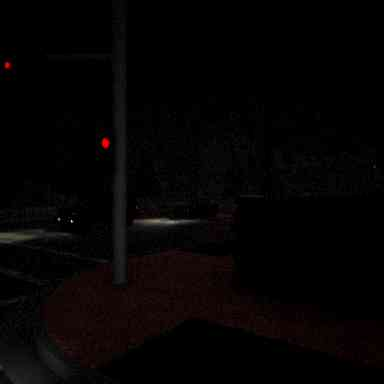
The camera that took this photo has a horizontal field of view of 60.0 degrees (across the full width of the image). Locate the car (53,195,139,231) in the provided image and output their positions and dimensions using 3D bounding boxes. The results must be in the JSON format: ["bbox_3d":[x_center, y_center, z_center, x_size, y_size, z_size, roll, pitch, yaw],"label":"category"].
[{"bbox_3d":[-5.952,1.221,21.344,2.150,2.045,5.566,0,0,38],"label":"car"}]

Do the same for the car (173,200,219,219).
[{"bbox_3d":[0.404,1.477,29.367,1.882,1.535,5.008,0,0,39],"label":"car"}]

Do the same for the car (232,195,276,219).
[{"bbox_3d":[4.924,1.221,23.494,2.150,2.045,5.566,0,0,38],"label":"car"}]
